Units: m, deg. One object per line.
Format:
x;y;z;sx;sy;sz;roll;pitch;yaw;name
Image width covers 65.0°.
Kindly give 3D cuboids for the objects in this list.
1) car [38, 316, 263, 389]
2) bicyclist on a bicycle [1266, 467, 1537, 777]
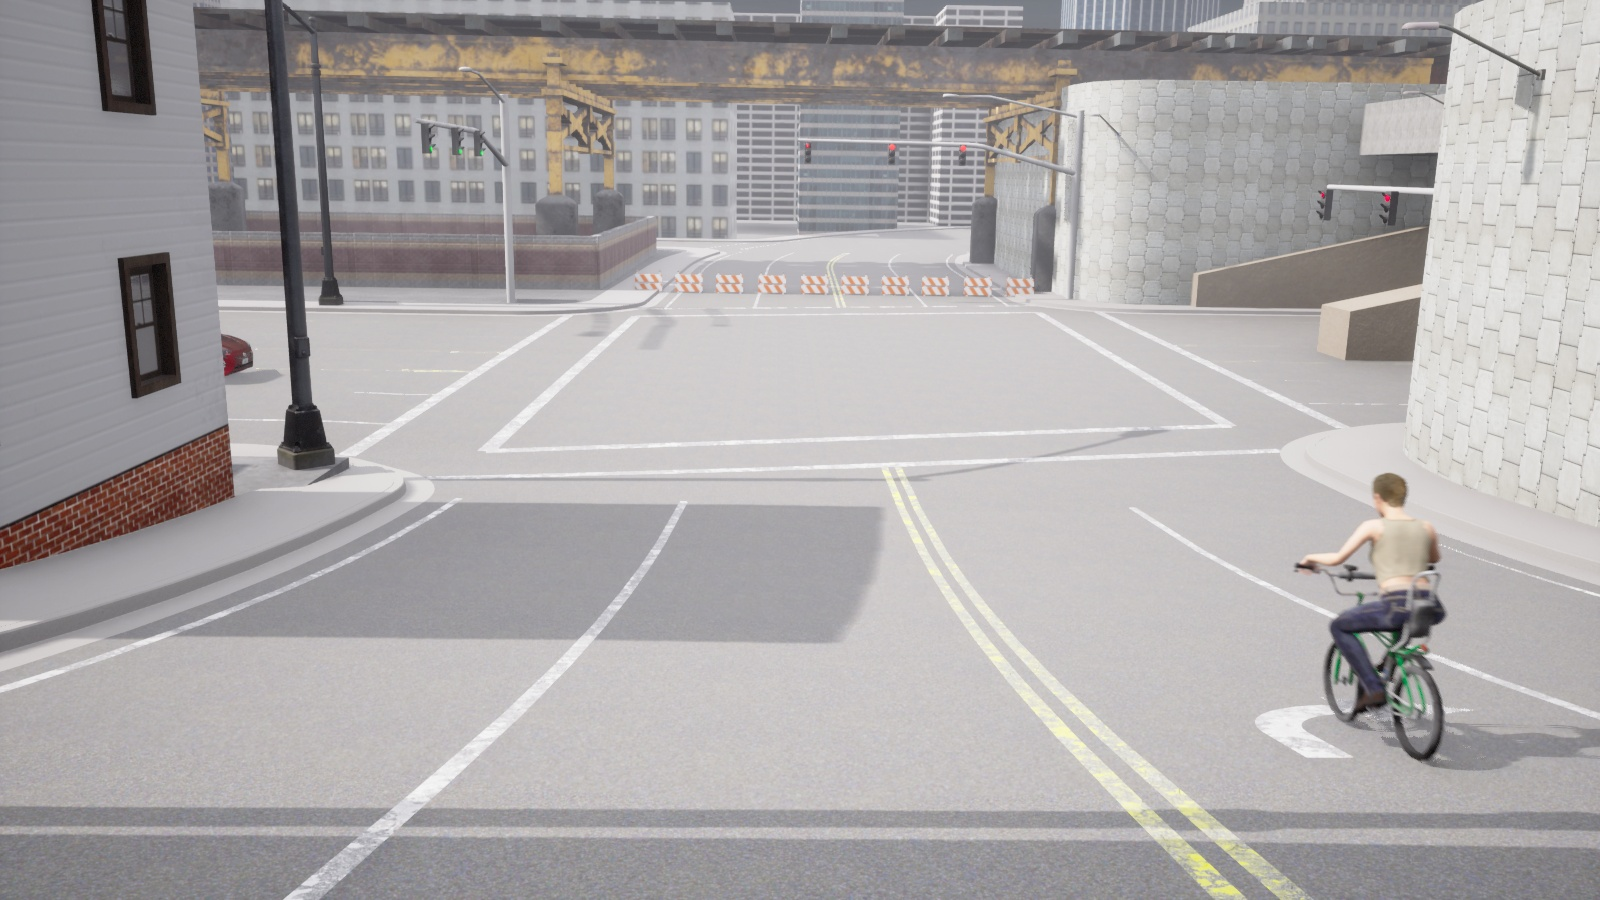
-16.272;-2.487;31.653;4.514;1.525;2.007;0;12;0;car
3.483;0.929;7.444;0.866;1.612;1.509;1;0;0;bicyclist on a bicycle
